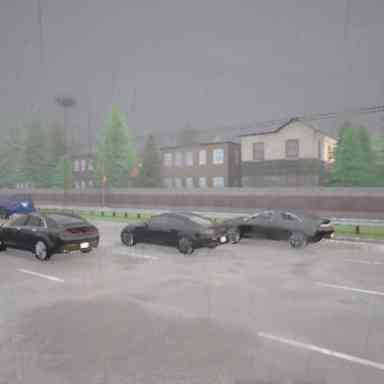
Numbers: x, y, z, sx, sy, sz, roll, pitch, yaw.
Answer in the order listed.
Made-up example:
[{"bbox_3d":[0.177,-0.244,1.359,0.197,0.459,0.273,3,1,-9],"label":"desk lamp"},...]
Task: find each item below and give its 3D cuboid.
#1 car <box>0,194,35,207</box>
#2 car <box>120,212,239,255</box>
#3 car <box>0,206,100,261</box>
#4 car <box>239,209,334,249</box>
[{"bbox_3d":[-15.405,1.143,27.874,5.566,2.045,2.150,0,0,35],"label":"car"},{"bbox_3d":[-0.768,1.503,13.121,4.674,1.442,1.812,0,0,35],"label":"car"},{"bbox_3d":[-5.447,1.473,12.176,4.892,1.490,1.837,0,0,35],"label":"car"},{"bbox_3d":[3.502,1.477,14.391,4.902,1.511,2.128,0,0,35],"label":"car"}]
